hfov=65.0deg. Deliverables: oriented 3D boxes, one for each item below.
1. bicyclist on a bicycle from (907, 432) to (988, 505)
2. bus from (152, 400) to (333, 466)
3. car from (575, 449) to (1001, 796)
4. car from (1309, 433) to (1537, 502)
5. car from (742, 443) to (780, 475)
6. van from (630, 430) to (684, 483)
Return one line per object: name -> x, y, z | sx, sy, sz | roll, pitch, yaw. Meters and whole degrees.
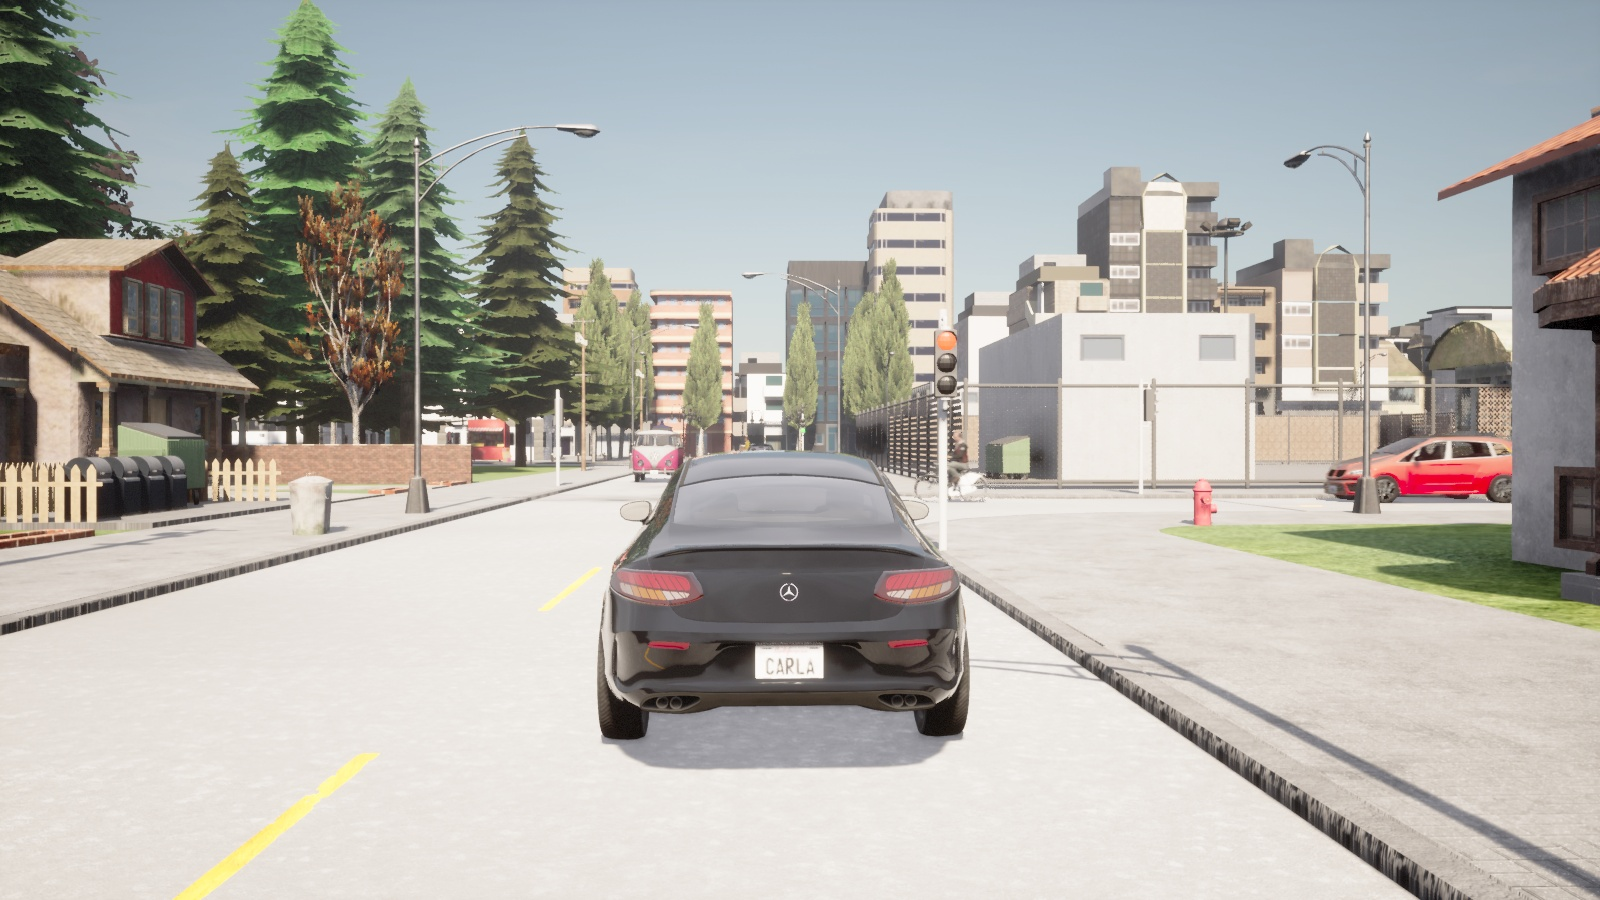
bicyclist on a bicycle -> 3.620, 0.445, 30.916 | 1.843, 1.776, 0.659 | 0, 1, -9
bus -> -36.825, -1.130, 83.327 | 10.273, 4.253, 3.944 | 0, 0, -2
car -> -0.142, 0.729, 7.674 | 1.812, 1.442, 4.674 | 0, 0, -2
car -> 15.543, 0.425, 31.513 | 4.611, 1.667, 2.242 | 0, 0, -2
car -> -1.920, 0.411, 61.513 | 1.816, 1.474, 4.193 | 0, 0, -2
van -> -5.522, 0.218, 49.039 | 1.775, 1.987, 4.442 | 0, 0, -2
